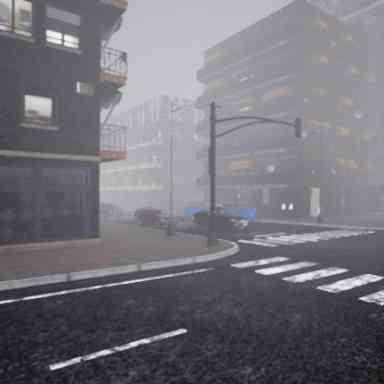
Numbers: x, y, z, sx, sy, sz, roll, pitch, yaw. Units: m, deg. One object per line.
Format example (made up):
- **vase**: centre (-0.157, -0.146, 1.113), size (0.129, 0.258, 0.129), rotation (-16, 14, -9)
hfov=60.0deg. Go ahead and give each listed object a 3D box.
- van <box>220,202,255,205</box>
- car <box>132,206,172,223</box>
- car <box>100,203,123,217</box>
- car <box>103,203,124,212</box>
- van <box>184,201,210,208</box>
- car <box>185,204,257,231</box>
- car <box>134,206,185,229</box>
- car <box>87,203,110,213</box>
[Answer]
- **van**: centre (4.070, 1.801, 30.382), size (1.690, 1.788, 3.998), rotation (-1, 0, -36)
- **car**: centre (-3.879, 2.063, 31.461), size (1.994, 1.385, 4.181), rotation (0, -1, -36)
- **car**: centre (-9.907, 2.158, 39.684), size (1.812, 1.442, 4.674), rotation (0, -1, -36)
- **car**: centre (-12.496, 2.408, 52.962), size (1.802, 1.307, 4.206), rotation (-1, 0, -36)
- **van**: centre (0.756, 1.874, 34.899), size (1.690, 1.788, 3.998), rotation (-1, 0, -36)
- **car**: centre (2.003, 1.861, 23.453), size (2.128, 1.511, 4.902), rotation (0, -1, -36)
- **car**: centre (-2.673, 1.994, 25.467), size (1.802, 1.307, 4.206), rotation (0, 0, -36)
- **car**: centre (-14.578, 2.412, 51.439), size (1.895, 1.301, 4.718), rotation (0, -1, -36)
